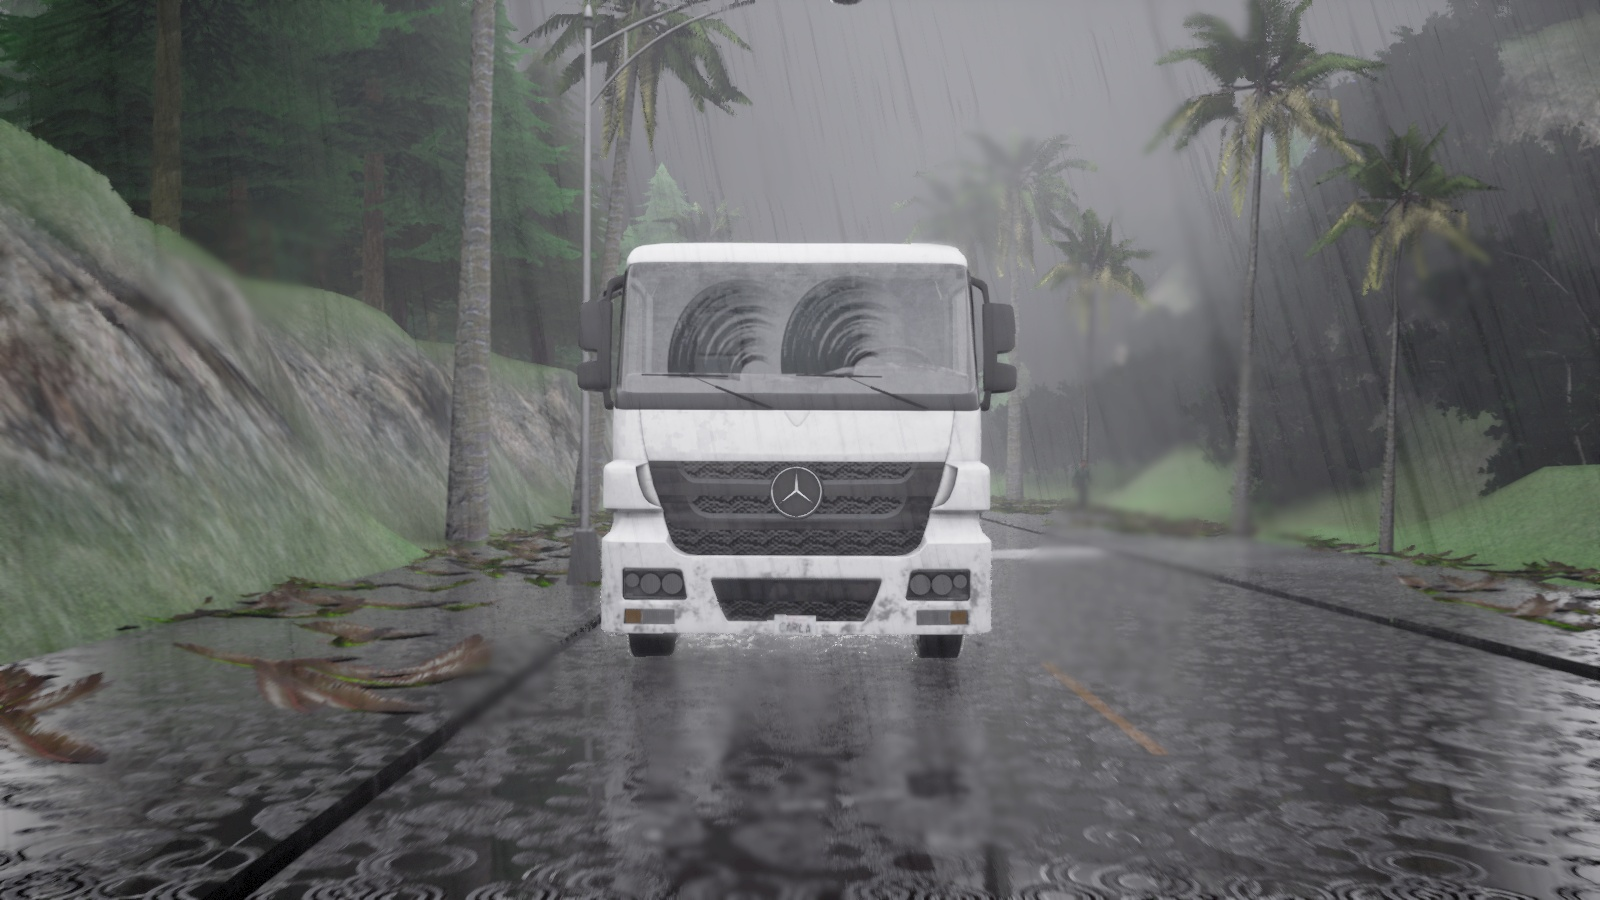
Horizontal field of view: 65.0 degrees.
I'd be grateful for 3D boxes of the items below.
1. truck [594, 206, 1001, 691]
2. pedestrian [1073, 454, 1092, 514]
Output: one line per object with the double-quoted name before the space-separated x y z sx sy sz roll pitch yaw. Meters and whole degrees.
"truck" -0.032 0.050 12.951 2.891 3.462 7.936 0 -1 0
"pedestrian" 9.253 1.113 41.084 0.423 1.949 0.788 0 -1 -1
